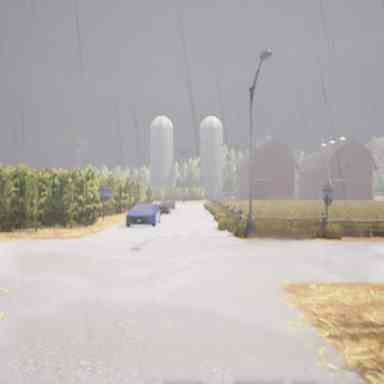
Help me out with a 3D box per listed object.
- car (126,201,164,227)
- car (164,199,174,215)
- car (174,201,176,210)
[{"bbox_3d":[-3.247,1.507,22.854,1.882,1.535,5.008,0,-1,0],"label":"car"},{"bbox_3d":[-3.270,1.731,35.503,1.895,1.301,4.718,0,0,0],"label":"car"},{"bbox_3d":[-3.274,1.736,47.407,2.033,1.411,5.357,0,0,0],"label":"car"}]
